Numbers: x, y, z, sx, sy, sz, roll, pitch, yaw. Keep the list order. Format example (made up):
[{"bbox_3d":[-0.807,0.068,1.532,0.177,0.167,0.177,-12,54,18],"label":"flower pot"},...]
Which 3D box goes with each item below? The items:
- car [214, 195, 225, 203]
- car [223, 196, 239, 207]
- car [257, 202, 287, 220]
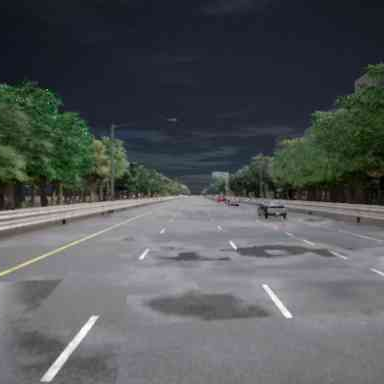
[{"bbox_3d":[7.411,1.764,84.339,2.150,2.045,5.566,0,0,1],"label":"car"},{"bbox_3d":[7.207,1.887,59.295,2.033,1.411,5.357,0,0,0],"label":"car"},{"bbox_3d":[7.056,1.611,29.732,2.128,1.511,4.902,0,0,0],"label":"car"}]
